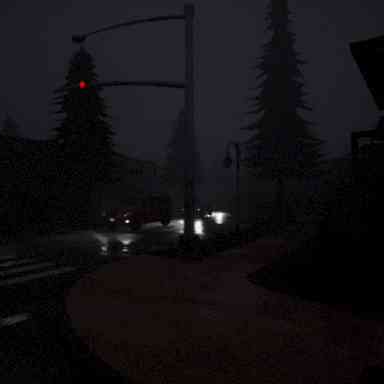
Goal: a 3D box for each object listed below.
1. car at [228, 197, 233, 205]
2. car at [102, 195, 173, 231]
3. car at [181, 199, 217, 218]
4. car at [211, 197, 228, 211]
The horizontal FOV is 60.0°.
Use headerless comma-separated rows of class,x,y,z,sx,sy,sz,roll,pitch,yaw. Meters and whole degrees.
car,6.158,1.554,60.901,1.812,1.442,4.674,0,0,-10
car,-3.296,1.226,21.376,2.150,2.045,5.566,0,0,27
car,0.536,1.609,30.626,1.895,1.301,4.718,0,0,18
car,2.892,1.506,40.686,2.128,1.511,4.902,0,0,9
